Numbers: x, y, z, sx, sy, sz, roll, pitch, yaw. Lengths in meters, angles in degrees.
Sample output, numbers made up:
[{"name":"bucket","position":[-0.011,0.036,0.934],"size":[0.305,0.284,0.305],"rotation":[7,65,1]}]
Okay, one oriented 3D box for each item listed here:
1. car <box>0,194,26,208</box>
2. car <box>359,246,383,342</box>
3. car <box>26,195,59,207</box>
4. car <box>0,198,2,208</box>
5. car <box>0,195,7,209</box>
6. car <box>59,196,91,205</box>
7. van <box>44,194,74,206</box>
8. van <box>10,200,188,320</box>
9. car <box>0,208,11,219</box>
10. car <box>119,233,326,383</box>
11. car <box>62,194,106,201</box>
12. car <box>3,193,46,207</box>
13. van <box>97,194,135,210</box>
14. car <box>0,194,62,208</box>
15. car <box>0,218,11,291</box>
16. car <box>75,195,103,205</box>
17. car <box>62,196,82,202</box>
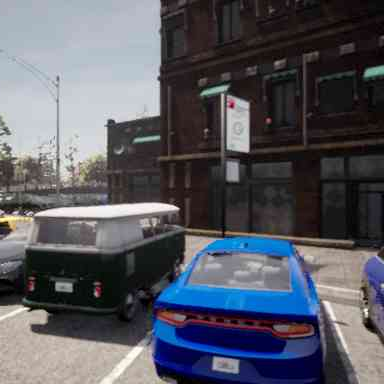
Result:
[{"name":"car","position":[-27.440,1.292,48.589],"size":[5.566,2.045,2.435],"rotation":[-1,0,14]},{"name":"car","position":[3.441,1.360,3.755],"size":[2.185,1.767,4.553],"rotation":[0,-1,15]},{"name":"car","position":[-24.058,1.421,53.616],"size":[4.553,1.767,2.185],"rotation":[-1,-1,14]},{"name":"car","position":[-29.128,1.571,46.080],"size":[4.792,1.488,2.163],"rotation":[-1,0,14]},{"name":"car","position":[-11.256,1.248,14.216],"size":[2.435,2.045,5.566],"rotation":[0,-1,15]},{"name":"car","position":[-20.648,1.550,58.614],"size":[4.892,1.521,2.231],"rotation":[-1,-1,14]},{"name":"van","position":[-22.452,1.323,56.130],"size":[4.442,1.987,1.878],"rotation":[-1,0,14]},{"name":"van","position":[-1.435,1.265,7.334],"size":[1.878,1.987,4.442],"rotation":[0,-1,15]},{"name":"car","position":[-6.405,1.489,10.524],"size":[1.946,1.575,5.366],"rotation":[0,-1,15]},{"name":"car","position":[0.974,1.487,5.467],"size":[2.097,1.535,5.008],"rotation":[0,-1,16]},{"name":"car","position":[-13.492,1.273,38.960],"size":[5.566,2.045,2.435],"rotation":[1,1,14]},{"name":"car","position":[-25.693,1.293,51.102],"size":[5.566,2.045,2.435],"rotation":[-1,-1,14]},{"name":"van","position":[-10.036,1.303,43.838],"size":[4.442,1.987,1.878],"rotation":[1,0,14]},{"name":"car","position":[-16.748,1.271,34.058],"size":[5.566,2.045,2.435],"rotation":[1,0,14]},{"name":"car","position":[-3.904,1.532,8.965],"size":[2.002,1.452,4.674],"rotation":[1,-1,15]},{"name":"car","position":[-18.922,1.424,61.092],"size":[4.553,1.767,2.185],"rotation":[-1,0,14]},{"name":"car","position":[-15.148,1.552,36.499],"size":[4.792,1.488,2.163],"rotation":[1,1,14]}]
